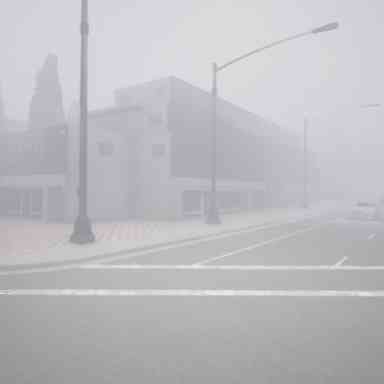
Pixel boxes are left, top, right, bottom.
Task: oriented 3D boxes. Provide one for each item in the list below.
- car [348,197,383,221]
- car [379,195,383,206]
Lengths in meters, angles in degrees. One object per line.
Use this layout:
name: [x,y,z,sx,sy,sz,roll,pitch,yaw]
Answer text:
car: [14.354,1.478,27.584,1.812,1.442,4.674,1,1,35]
car: [24.260,1.123,41.678,1.837,1.490,4.892,1,2,35]
